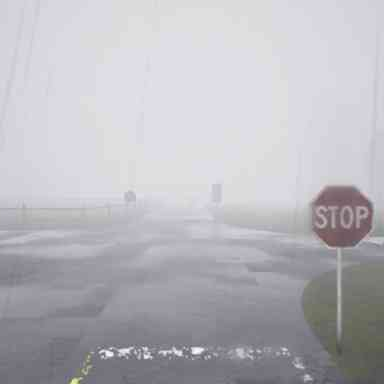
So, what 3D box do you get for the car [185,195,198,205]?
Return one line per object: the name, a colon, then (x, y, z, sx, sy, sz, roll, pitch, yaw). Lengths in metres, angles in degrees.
car: (0.172, 1.557, 60.774, 2.033, 1.411, 5.357, 0, 0, -2)
